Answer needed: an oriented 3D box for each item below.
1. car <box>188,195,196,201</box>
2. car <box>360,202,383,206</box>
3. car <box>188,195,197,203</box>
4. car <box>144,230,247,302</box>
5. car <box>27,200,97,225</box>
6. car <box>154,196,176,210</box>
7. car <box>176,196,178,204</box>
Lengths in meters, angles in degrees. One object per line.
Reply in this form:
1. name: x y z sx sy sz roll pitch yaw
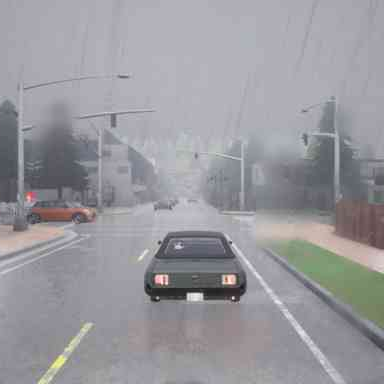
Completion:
1. car: 0.067 1.478 81.475 1.882 1.535 5.008 0 0 0
2. car: 15.323 1.582 29.261 4.718 1.301 1.895 0 0 -8
3. car: 0.061 1.595 71.439 1.895 1.301 4.718 0 0 0
4. car: 0.075 1.601 8.208 1.895 1.301 4.718 0 0 0
5. car: -9.182 1.364 23.722 4.553 1.767 2.097 0 0 -3
6. car: -3.564 1.352 41.994 2.097 1.767 4.553 0 0 0
7. car: -3.551 1.526 52.229 1.812 1.442 4.674 0 0 0
